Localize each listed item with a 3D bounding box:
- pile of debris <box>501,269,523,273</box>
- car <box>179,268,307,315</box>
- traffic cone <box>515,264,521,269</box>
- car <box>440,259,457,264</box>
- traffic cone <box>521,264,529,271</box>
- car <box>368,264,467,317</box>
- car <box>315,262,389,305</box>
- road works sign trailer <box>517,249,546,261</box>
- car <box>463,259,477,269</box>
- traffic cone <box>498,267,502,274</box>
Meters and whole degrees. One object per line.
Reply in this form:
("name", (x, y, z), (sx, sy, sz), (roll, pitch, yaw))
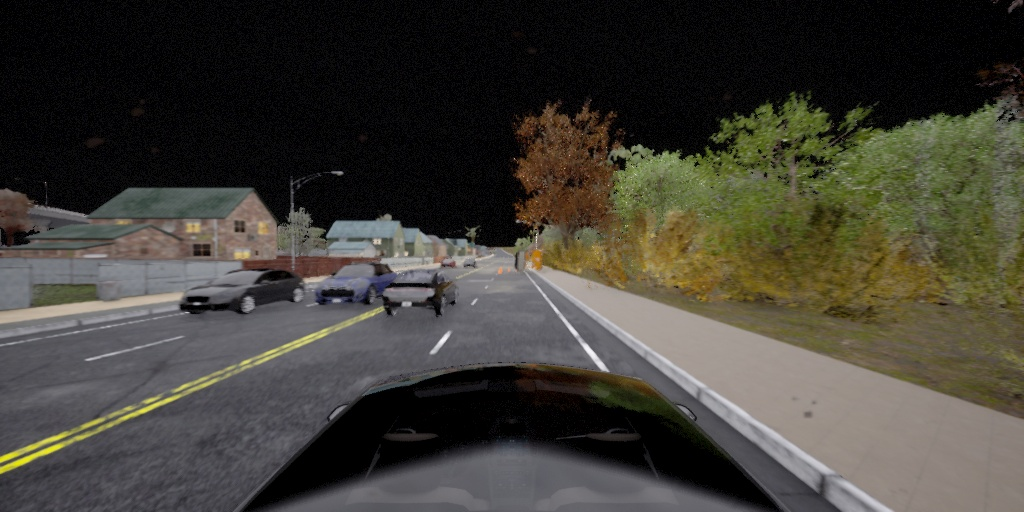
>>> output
("pile of debris", (-0.003, 1.867, 39.941), (1.860, 0.140, 1.500), (0, 0, 0))
("car", (-9.847, 1.244, 13.632), (1.837, 1.490, 4.892), (0, 0, 0))
("traffic cone", (0.618, 1.647, 45.936), (0.340, 0.580, 0.340), (0, 0, 0))
("car", (-9.795, 1.149, 55.464), (1.882, 1.535, 5.008), (0, 0, 1))
("traffic cone", (1.618, 1.647, 45.935), (0.340, 0.580, 0.340), (0, 0, 0))
("car", (-3.149, 1.232, 13.144), (2.128, 1.511, 4.902), (0, 0, 0))
("car", (-6.595, 1.088, 15.733), (2.097, 1.767, 4.553), (0, 0, 0))
("road works sign trailer", (2.718, -1.460, 41.627), (2.880, 3.560, 2.380), (0, 0, -31))
("car", (-6.545, 1.173, 56.385), (1.837, 1.490, 4.892), (0, 0, 1))
("traffic cone", (-1.381, 1.657, 39.935), (0.340, 0.580, 0.340), (0, 0, 0))
